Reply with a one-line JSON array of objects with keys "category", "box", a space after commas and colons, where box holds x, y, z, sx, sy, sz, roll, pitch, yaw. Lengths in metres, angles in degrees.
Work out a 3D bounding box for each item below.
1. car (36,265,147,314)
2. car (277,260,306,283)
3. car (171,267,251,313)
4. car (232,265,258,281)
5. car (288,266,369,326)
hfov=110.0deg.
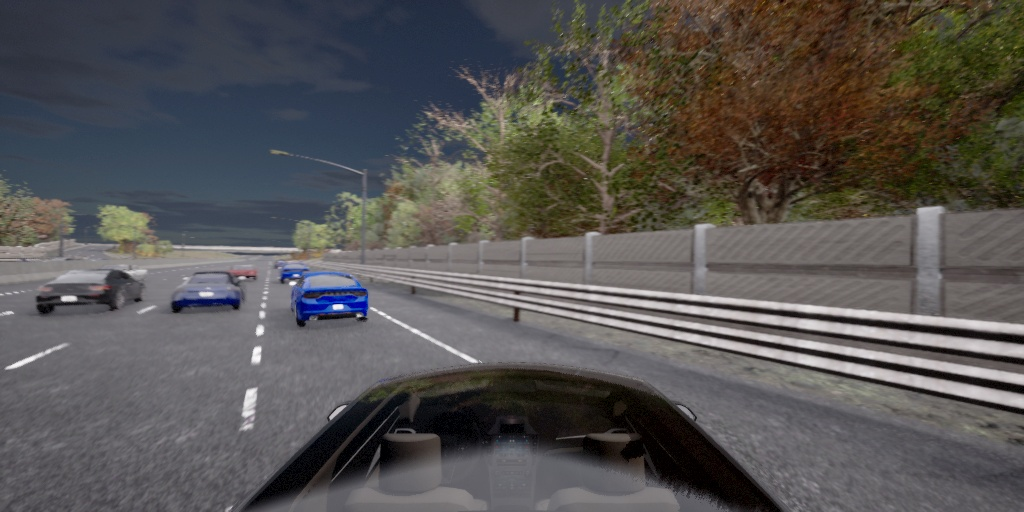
[{"category": "car", "box": [-15.447, 1.201, 13.385, 1.812, 1.442, 4.674, 1, -1, -34]}, {"category": "car", "box": [-17.380, 1.287, 28.644, 1.882, 1.535, 5.008, 1, -1, -34]}, {"category": "car", "box": [-11.720, 1.293, 14.113, 1.994, 1.385, 4.181, 1, -1, -34]}, {"category": "car", "box": [-21.982, 1.361, 29.403, 1.895, 1.301, 4.718, 1, -1, -34]}, {"category": "car", "box": [-6.158, 1.254, 11.922, 1.882, 1.535, 5.008, 1, -1, -34]}]
